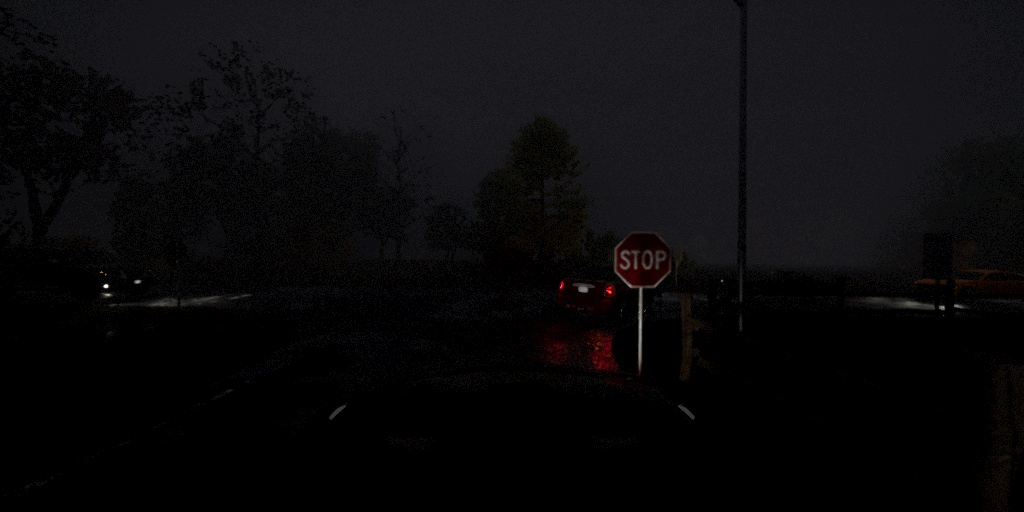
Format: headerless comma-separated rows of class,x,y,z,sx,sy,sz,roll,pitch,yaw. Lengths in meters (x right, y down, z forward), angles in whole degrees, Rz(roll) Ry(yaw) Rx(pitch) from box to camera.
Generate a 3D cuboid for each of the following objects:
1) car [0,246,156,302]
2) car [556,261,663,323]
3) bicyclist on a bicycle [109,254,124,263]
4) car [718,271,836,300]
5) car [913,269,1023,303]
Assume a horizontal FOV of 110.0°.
car,-17.845,0.645,14.455,5.566,2.045,2.150,1,1,0
car,3.466,1.068,12.245,2.097,1.767,4.553,3,0,39
bicyclist on a bicycle,-22.687,0.684,20.422,0.582,1.620,1.656,1,1,0
car,12.807,1.381,17.501,4.718,1.301,1.895,1,1,0
car,22.707,1.399,17.495,5.008,1.535,1.882,1,1,0
